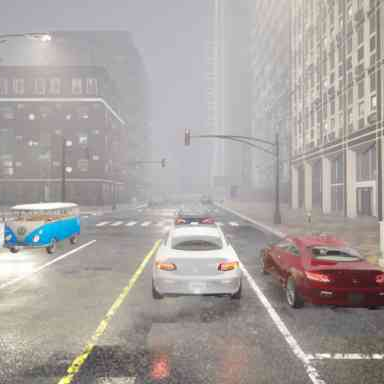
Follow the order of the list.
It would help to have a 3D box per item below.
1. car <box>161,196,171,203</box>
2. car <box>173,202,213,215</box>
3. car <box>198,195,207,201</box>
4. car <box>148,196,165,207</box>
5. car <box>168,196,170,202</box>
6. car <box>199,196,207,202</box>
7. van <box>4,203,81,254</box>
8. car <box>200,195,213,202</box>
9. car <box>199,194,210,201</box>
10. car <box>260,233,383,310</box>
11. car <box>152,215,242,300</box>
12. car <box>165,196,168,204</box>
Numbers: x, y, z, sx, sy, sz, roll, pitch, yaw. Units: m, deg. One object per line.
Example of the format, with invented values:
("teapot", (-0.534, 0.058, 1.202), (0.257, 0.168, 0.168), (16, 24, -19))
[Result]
("car", (-5.702, 1.598, 73.752), (1.802, 1.307, 4.206), (1, 0, 0))
("car", (0.071, 1.509, 17.410), (2.163, 1.488, 4.792), (0, 0, -1))
("car", (2.675, 1.569, 85.066), (2.008, 1.369, 4.403), (1, 0, 0))
("car", (-5.694, 1.563, 51.133), (2.008, 1.369, 4.403), (1, 0, 0))
("car", (-5.698, 1.580, 62.443), (1.947, 1.339, 4.313), (1, 0, 0))
("car", (2.677, 1.599, 79.412), (1.802, 1.307, 4.206), (1, 0, 0))
("van", (-5.766, 1.345, 13.217), (1.690, 1.788, 3.998), (1, 0, 0))
("car", (2.684, 1.595, 56.793), (1.802, 1.307, 4.206), (1, 0, 0))
("car", (2.686, 1.329, 62.448), (2.192, 1.841, 5.009), (1, 0, 0))
("car", (2.699, 1.585, 7.536), (1.802, 1.307, 4.206), (1, 0, 0))
("car", (0.103, 1.528, 8.298), (1.812, 1.442, 4.674), (0, 0, 0))
("car", (-5.696, 1.564, 56.788), (2.008, 1.369, 4.403), (1, 0, 0))
